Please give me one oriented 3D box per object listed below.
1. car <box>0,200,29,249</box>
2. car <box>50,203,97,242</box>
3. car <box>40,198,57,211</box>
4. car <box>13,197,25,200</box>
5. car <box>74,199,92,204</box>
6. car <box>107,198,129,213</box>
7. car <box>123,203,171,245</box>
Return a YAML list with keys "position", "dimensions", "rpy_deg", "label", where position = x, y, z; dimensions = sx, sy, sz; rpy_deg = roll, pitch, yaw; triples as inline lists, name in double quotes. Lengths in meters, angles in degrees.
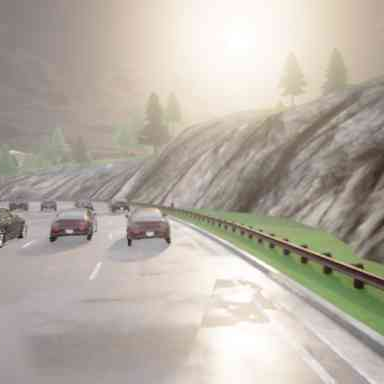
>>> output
- position: [-9.047, 1.458, 14.883]
  dimensions: [2.097, 1.767, 4.553]
  rpy_deg: [-2, 1, -12]
  label: "car"
- position: [-5.829, 1.529, 16.684]
  dimensions: [1.812, 1.442, 4.674]
  rpy_deg: [-1, 0, -12]
  label: "car"
- position: [-18.782, 1.597, 43.634]
  dimensions: [2.128, 1.511, 4.902]
  rpy_deg: [-2, 1, -24]
  label: "car"
- position: [-22.590, 1.561, 43.538]
  dimensions: [2.097, 1.767, 4.553]
  rpy_deg: [-2, 1, -24]
  label: "car"
- position: [-13.039, 1.533, 39.905]
  dimensions: [2.033, 1.411, 5.357]
  rpy_deg: [-2, 1, -24]
  label: "car"
- position: [-7.955, 1.391, 36.045]
  dimensions: [1.837, 1.490, 4.892]
  rpy_deg: [-1, 1, -20]
  label: "car"
- position: [-2.054, 1.440, 15.240]
  dimensions: [1.812, 1.442, 4.674]
  rpy_deg: [-2, 1, -11]
  label: "car"
